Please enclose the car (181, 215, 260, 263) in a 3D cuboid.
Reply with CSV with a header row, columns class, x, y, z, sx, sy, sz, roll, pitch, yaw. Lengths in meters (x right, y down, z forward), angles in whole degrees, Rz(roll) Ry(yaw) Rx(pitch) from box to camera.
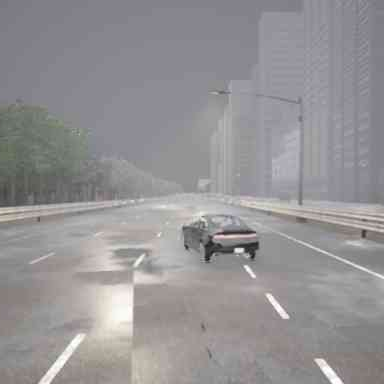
class,x,y,z,sx,sy,sz,roll,pitch,yaw
car,0.879,1.600,12.583,2.128,1.511,4.902,0,0,-14
